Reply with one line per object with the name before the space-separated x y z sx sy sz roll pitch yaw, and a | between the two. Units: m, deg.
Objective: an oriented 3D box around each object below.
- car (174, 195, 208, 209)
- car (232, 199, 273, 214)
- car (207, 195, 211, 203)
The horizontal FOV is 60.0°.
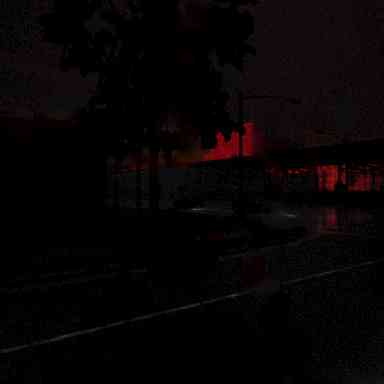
car | -0.511 1.547 45.703 2.033 1.411 5.357 0 0 -33
car | 6.377 1.478 35.362 1.882 1.535 5.008 0 0 -34
car | 1.903 1.352 67.392 2.097 1.767 4.553 0 0 -34
